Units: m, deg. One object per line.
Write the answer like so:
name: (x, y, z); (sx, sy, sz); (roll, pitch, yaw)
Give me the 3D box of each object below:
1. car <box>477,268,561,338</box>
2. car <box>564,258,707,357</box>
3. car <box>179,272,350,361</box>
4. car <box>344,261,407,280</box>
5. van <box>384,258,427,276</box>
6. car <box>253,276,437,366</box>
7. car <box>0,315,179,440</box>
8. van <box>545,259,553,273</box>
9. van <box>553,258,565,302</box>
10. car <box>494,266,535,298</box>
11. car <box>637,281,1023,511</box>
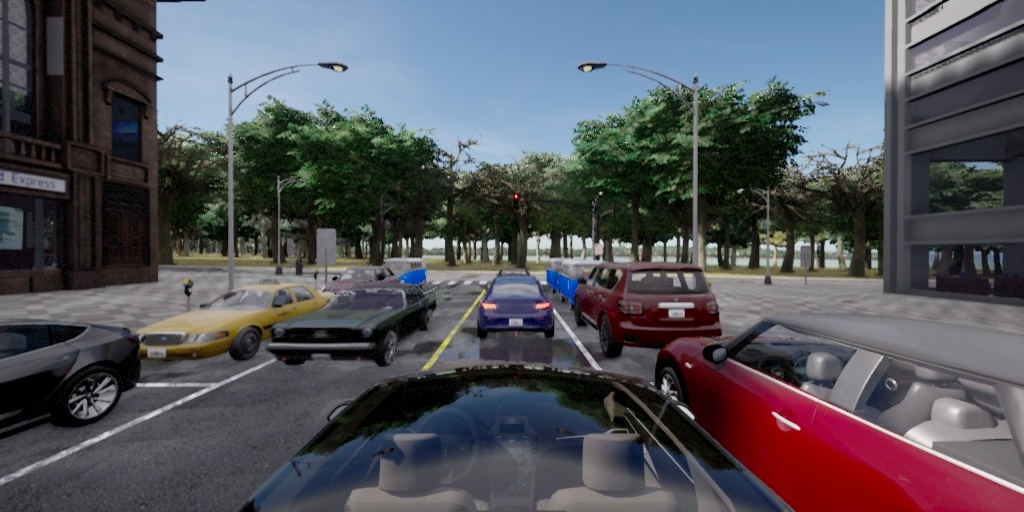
car: (0.097, 1.237, 9.936); (1.812, 1.442, 4.674); (0, 0, 0)
car: (2.762, 1.033, 8.402); (2.192, 1.841, 5.009); (0, 0, 0)
car: (-5.764, 1.244, 8.231); (1.751, 1.417, 4.829); (0, 0, 0)
car: (-5.765, 1.133, 13.838); (1.967, 1.591, 4.097); (0, 0, 0)
van: (-5.766, 1.009, 19.276); (1.690, 1.789, 3.998); (0, 0, 0)
car: (-3.074, 1.321, 8.002); (1.895, 1.301, 4.718); (0, 0, 0)
car: (-5.763, 1.310, 2.963); (1.948, 1.339, 4.313); (0, 0, 0)
van: (2.759, 1.009, 19.277); (1.690, 1.789, 3.998); (0, 0, 0)
van: (2.760, 1.034, 13.840); (1.690, 1.789, 3.998); (0, 0, 0)
car: (0.068, 1.270, 19.020); (1.895, 1.301, 4.718); (0, 0, -1)
car: (2.763, 1.184, 2.965); (1.967, 1.591, 4.097); (0, 0, 0)
